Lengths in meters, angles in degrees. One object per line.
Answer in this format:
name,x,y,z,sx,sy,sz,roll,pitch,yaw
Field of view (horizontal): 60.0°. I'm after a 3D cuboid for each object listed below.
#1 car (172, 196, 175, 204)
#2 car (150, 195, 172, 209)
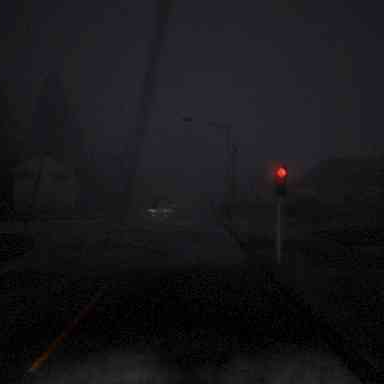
car,-4.049,1.329,58.880,1.882,1.535,5.008,0,0,1
car,-4.088,1.244,42.854,2.097,1.767,4.553,0,0,0
